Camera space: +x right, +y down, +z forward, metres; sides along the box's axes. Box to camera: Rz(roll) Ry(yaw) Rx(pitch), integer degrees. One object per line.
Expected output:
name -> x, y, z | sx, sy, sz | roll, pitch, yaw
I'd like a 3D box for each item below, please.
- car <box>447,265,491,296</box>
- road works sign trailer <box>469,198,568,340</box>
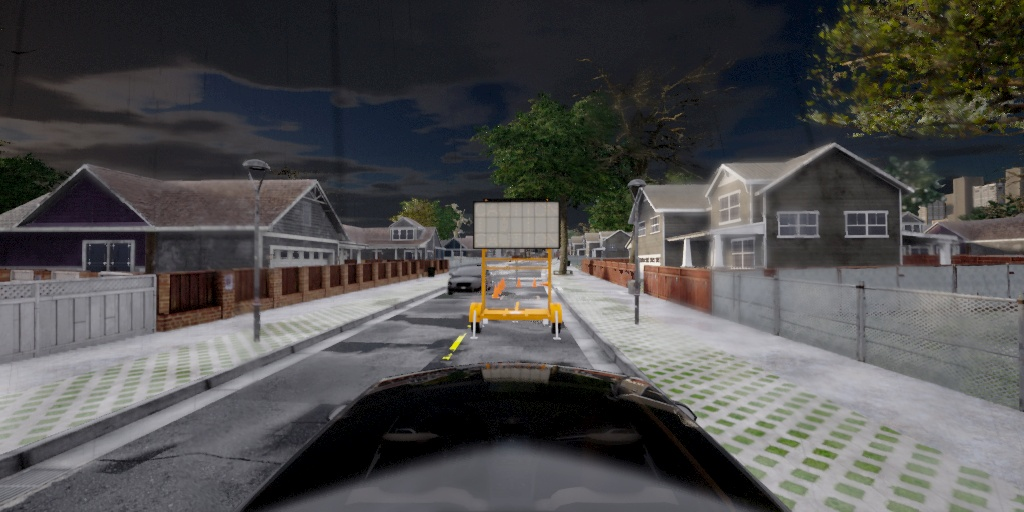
car -> -2.198, 1.239, 19.411 | 1.837, 1.490, 4.892 | 0, 0, 3
road works sign trailer -> 0.132, 0.211, 10.011 | 2.380, 3.560, 2.880 | 0, 0, 2
